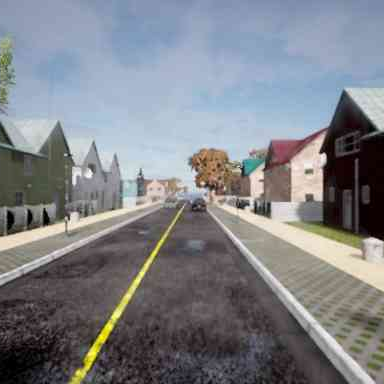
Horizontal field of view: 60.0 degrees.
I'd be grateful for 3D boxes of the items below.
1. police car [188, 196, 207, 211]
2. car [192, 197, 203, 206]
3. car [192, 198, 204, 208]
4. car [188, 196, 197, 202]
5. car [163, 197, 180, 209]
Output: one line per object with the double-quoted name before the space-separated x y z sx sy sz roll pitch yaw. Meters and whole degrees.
"police car" 0.837 1.476 41.481 1.930 1.638 5.238 0 0 0
"car" 0.841 1.620 57.371 1.837 1.490 4.892 0 0 0
"car" 0.840 1.617 51.371 1.812 1.442 4.674 0 0 0
"car" 0.022 1.646 76.425 2.033 1.411 5.357 0 -1 0
"car" -2.815 1.419 45.553 2.097 1.767 4.553 0 0 0
